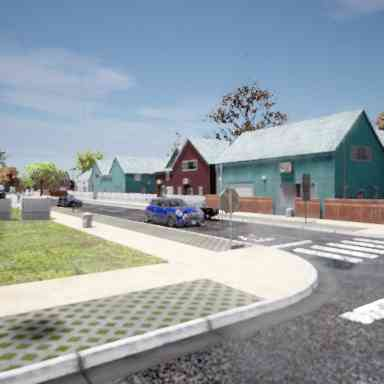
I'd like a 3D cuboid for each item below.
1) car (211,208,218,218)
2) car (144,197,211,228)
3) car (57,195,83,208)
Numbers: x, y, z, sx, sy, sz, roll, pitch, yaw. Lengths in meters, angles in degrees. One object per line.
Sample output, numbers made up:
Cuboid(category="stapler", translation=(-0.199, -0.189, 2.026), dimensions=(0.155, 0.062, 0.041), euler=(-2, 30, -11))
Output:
Cuboid(category="car", translation=(-0.242, 1.345, 24.806), dimensions=(1.895, 1.301, 4.718), euler=(-1, 1, -36))
Cuboid(category="car", translation=(-1.183, 1.167, 21.011), dimensions=(2.097, 1.767, 4.553), euler=(-1, 1, -35))
Cuboid(category="car", translation=(-14.797, 1.079, 40.175), dimensions=(2.033, 1.411, 5.357), euler=(-1, 1, -35))
